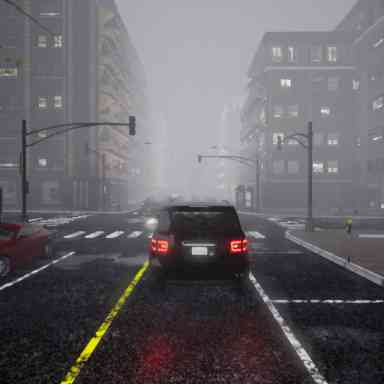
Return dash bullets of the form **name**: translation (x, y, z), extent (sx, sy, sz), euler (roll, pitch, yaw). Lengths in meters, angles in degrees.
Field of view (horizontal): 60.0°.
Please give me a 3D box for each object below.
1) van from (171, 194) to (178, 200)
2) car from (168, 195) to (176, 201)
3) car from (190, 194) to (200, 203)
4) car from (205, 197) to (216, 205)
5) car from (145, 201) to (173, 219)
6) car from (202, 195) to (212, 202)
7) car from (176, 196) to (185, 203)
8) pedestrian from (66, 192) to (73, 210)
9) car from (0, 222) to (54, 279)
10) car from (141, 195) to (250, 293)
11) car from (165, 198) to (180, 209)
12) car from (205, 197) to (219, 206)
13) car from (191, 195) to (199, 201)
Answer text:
- **van**: translation (-4.815, 1.340, 93.108), extent (1.690, 1.788, 3.998), euler (0, 0, 1)
- **car**: translation (-4.924, 1.525, 81.660), extent (1.752, 1.417, 4.829), euler (0, 0, 1)
- **car**: translation (0.702, 1.354, 72.859), extent (2.097, 1.767, 4.553), euler (0, 0, 1)
- **car**: translation (3.242, 1.543, 59.190), extent (1.887, 1.381, 4.507), euler (0, 0, 1)
- **car**: translation (-2.831, 1.562, 29.401), extent (1.994, 1.385, 4.181), euler (0, 0, 1)
- **car**: translation (3.403, 1.439, 76.106), extent (1.967, 1.590, 4.097), euler (0, 0, 1)
- **car**: translation (-2.348, 1.525, 69.335), extent (1.812, 1.442, 4.674), euler (0, 0, 1)
- **pedestrian**: translation (-12.405, 0.902, 33.421), extent (0.375, 1.860, 0.375), euler (0, -1, 0)
- **car**: translation (-5.609, 1.581, 9.952), extent (1.802, 1.307, 4.206), euler (0, 0, 1)
- **car**: translation (0.169, 1.221, 9.035), extent (2.150, 2.045, 5.566), euler (0, 0, 1)
- **car**: translation (-2.664, 1.524, 46.357), extent (1.812, 1.442, 4.674), euler (0, 0, 1)
- **car**: translation (3.188, 1.549, 53.552), extent (2.008, 1.369, 4.403), euler (0, 0, 1)
- **car**: translation (0.781, 1.477, 82.636), extent (1.882, 1.535, 5.008), euler (0, 0, 1)
